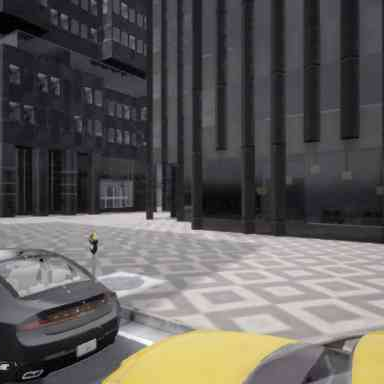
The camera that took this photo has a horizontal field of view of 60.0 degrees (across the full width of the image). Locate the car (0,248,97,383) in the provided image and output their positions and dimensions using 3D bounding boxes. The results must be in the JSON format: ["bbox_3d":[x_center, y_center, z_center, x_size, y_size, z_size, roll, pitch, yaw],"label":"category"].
[{"bbox_3d":[-2.984,1.550,5.094,4.403,1.369,2.008,0,0,36],"label":"car"}]

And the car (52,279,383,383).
[{"bbox_3d":[1.366,1.524,1.991,4.829,1.417,1.752,0,0,36],"label":"car"}]
